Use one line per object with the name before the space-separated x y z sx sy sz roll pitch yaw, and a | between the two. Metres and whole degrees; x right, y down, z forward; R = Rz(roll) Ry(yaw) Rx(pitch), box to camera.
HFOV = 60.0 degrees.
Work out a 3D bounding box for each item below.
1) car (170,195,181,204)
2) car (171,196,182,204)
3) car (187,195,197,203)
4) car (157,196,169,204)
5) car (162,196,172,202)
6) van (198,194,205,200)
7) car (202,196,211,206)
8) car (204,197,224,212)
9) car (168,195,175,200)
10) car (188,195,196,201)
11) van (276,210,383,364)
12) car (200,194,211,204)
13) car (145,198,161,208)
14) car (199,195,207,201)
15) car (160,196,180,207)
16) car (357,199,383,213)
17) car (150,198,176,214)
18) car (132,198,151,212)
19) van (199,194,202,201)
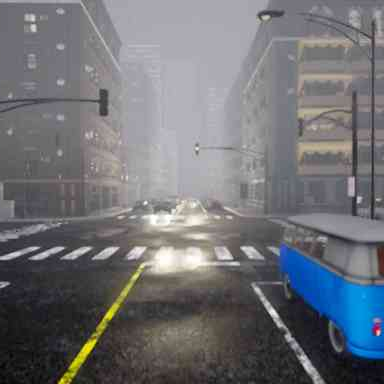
car | -3.073 1.341 55.179 2.097 1.767 4.553 0 0 0
car | -3.022 1.539 65.715 2.033 1.411 5.357 0 0 0
car | -0.023 1.517 67.566 1.812 1.442 4.674 0 0 0
car | -5.719 1.537 65.738 1.887 1.381 4.507 0 0 0
car | -5.722 1.578 76.785 1.802 1.307 4.206 0 0 0
van | 2.650 1.345 93.346 1.690 1.788 3.998 -1 0 0
car | 2.670 1.554 43.635 1.947 1.339 4.313 0 0 0
car | 2.672 1.570 38.111 1.802 1.307 4.206 0 0 0
car | -5.729 1.529 93.186 1.752 1.417 4.829 0 0 0
car | -0.025 1.423 77.602 1.895 1.301 4.718 0 0 0
van | 2.681 1.338 5.717 1.690 1.788 3.998 0 0 0
car | 2.666 1.534 54.681 1.887 1.381 4.507 0 0 0
car | -5.713 1.554 49.168 1.947 1.339 4.313 0 0 0
car | 2.656 1.523 82.468 1.752 1.417 4.829 0 0 0
car | -3.110 1.552 45.129 1.994 1.385 4.181 0 0 0
car | 13.620 1.359 22.660 4.718 1.301 1.895 -1 0 -1
car | -3.095 1.589 36.040 1.895 1.301 4.718 0 0 0
car | -5.709 1.554 38.120 1.947 1.339 4.313 0 0 0
van | 2.662 1.332 60.205 1.690 1.788 3.998 0 0 0
